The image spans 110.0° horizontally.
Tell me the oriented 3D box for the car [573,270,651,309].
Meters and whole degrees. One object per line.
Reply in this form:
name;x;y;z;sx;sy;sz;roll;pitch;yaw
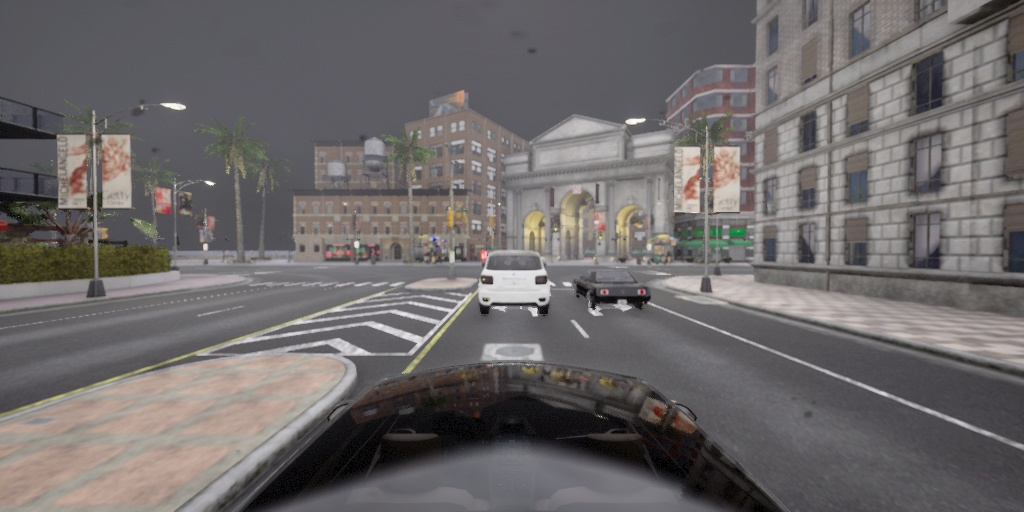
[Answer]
car;3.588;1.167;13.829;1.895;1.301;4.718;0;1;0

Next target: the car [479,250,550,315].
car;0.076;0.804;12.783;2.150;2.045;5.566;0;1;0
